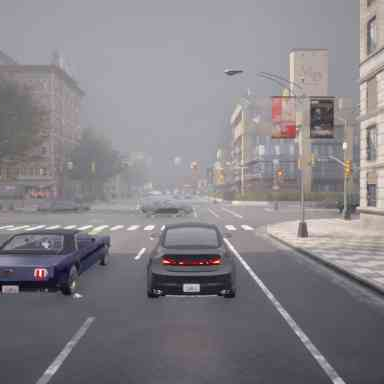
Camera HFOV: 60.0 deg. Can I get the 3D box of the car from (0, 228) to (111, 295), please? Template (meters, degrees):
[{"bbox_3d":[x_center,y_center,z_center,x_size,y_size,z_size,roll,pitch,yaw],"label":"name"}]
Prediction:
[{"bbox_3d":[-3.518,1.601,8.675,1.895,1.301,4.718,0,0,0],"label":"car"}]

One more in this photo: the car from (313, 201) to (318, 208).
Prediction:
[{"bbox_3d":[19.282,1.526,46.338,4.674,1.442,1.812,0,0,0],"label":"car"}]

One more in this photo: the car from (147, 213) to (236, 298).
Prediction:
[{"bbox_3d":[-0.019,1.505,8.497,1.837,1.490,4.892,0,0,0],"label":"car"}]

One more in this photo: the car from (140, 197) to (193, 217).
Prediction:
[{"bbox_3d":[-2.351,1.491,30.991,4.902,1.511,2.128,0,0,0],"label":"car"}]

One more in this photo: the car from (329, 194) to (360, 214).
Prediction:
[{"bbox_3d":[17.732,1.221,34.635,5.566,2.045,2.150,0,0,0],"label":"car"}]

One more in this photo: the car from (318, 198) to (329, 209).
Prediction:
[{"bbox_3d":[19.325,1.601,42.839,4.718,1.301,1.895,0,0,0],"label":"car"}]

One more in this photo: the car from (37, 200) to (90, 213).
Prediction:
[{"bbox_3d":[-13.860,1.547,36.002,5.357,1.411,2.033,0,0,-22],"label":"car"}]
